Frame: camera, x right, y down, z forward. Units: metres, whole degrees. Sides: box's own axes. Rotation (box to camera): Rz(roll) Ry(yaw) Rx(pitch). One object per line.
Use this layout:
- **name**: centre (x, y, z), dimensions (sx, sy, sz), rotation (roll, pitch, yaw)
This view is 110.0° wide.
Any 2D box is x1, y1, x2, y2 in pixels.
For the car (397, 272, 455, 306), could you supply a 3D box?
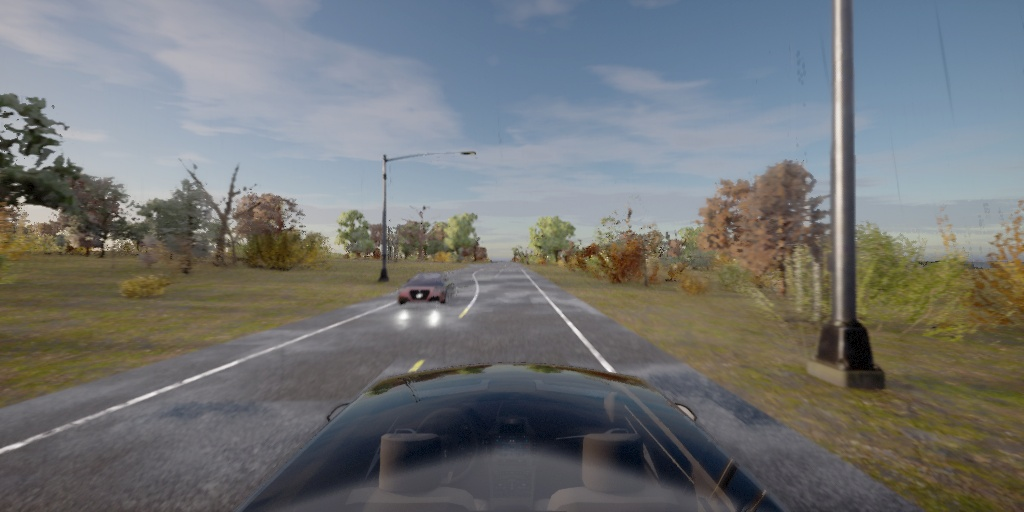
- **car**: centre (-3.761, 1.406, 16.355), dimensions (1.994, 1.385, 4.181), rotation (0, 0, -2)
